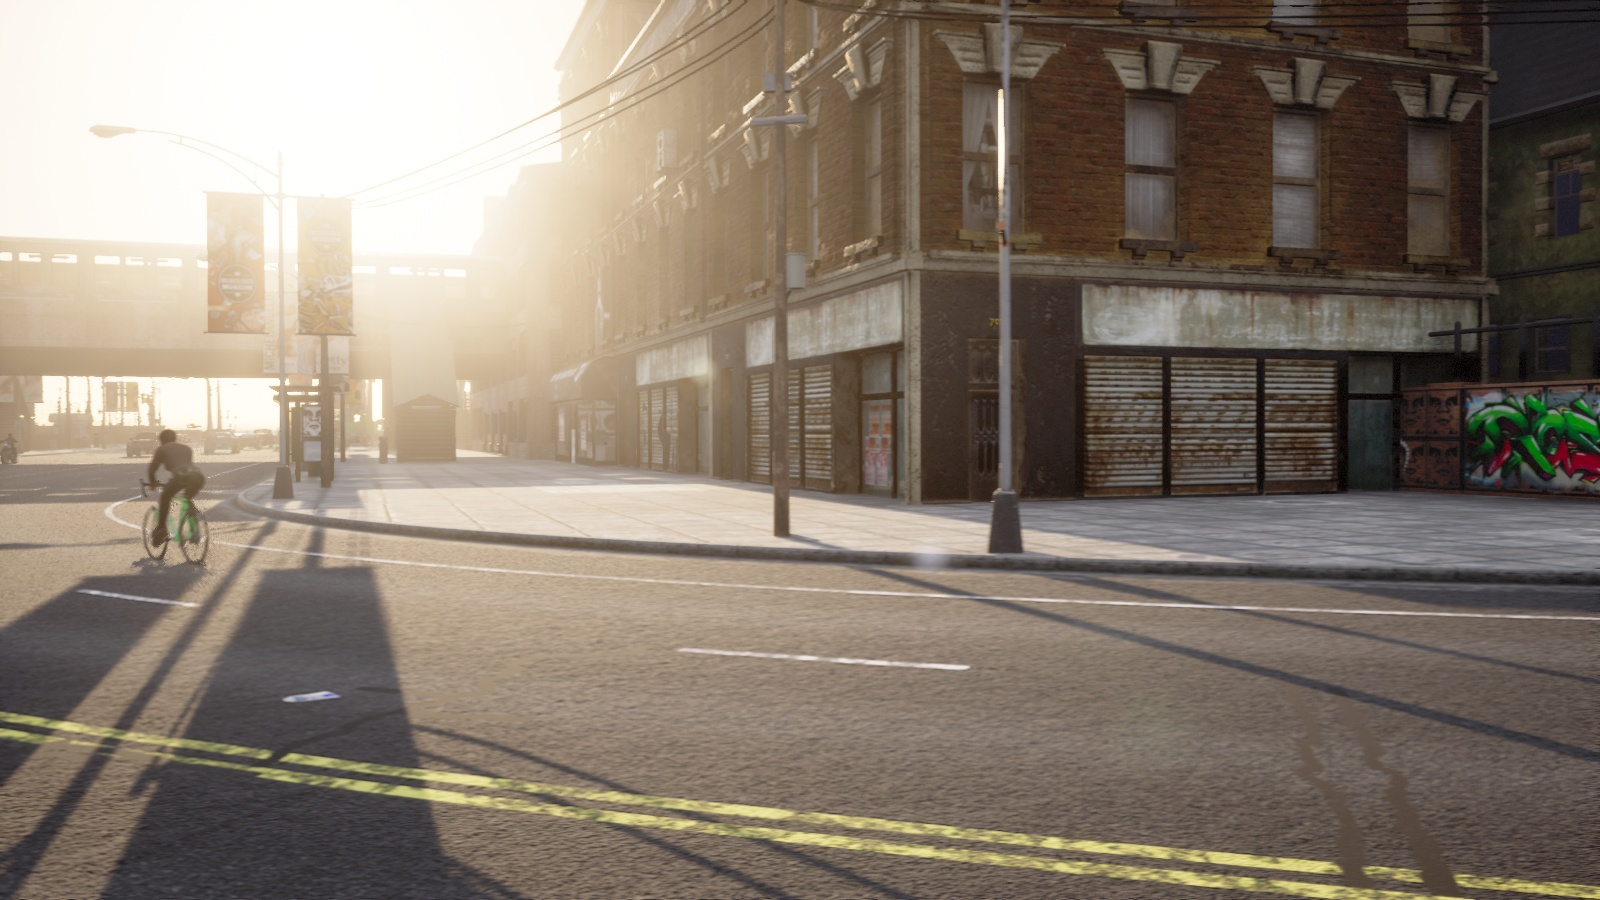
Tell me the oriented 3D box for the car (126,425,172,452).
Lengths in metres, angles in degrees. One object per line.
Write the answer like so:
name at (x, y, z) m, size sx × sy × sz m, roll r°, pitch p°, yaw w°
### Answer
car at (-43.619, -0.780, 84.220) m, size 2.097 × 1.767 × 4.553 m, roll 0°, pitch 1°, yaw -19°

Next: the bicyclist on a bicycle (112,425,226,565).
bicyclist on a bicycle at (-7.693, 0.515, 15.284) m, size 1.656 × 1.620 × 0.582 m, roll 1°, pitch 0°, yaw 38°

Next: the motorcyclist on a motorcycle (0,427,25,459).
motorcyclist on a motorcycle at (-40.912, -0.383, 65.073) m, size 0.766 × 1.649 × 2.350 m, roll 0°, pitch 1°, yaw -19°
